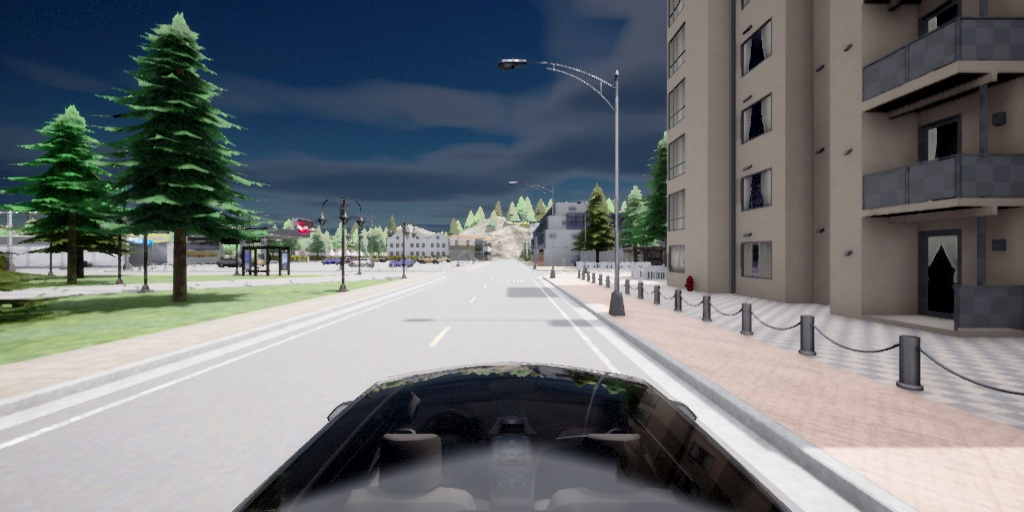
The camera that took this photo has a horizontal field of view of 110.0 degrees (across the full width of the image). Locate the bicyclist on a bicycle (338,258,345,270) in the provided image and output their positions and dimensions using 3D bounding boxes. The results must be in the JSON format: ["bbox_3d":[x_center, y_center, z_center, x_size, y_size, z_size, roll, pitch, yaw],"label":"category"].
[{"bbox_3d":[-21.894,1.038,46.055,0.582,1.620,1.656,0,0,-1],"label":"bicyclist on a bicycle"}]
